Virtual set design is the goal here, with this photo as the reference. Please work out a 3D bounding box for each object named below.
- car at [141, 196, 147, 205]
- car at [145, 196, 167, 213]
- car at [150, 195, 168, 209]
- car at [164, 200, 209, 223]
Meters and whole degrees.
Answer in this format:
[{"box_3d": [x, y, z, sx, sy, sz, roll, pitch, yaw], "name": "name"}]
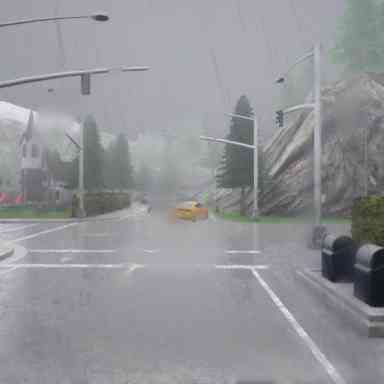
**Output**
[{"box_3d": [-7.590, 1.505, 57.795, 1.837, 1.490, 4.892, 0, 0, -21], "name": "car"}, {"box_3d": [-3.748, 1.505, 36.685, 1.837, 1.490, 4.892, 0, 0, -2], "name": "car"}, {"box_3d": [-4.682, 1.352, 46.804, 2.097, 1.767, 4.553, 0, 0, -11], "name": "car"}, {"box_3d": [-0.132, 1.478, 25.692, 1.882, 1.535, 5.008, 2, 0, 19], "name": "car"}]
